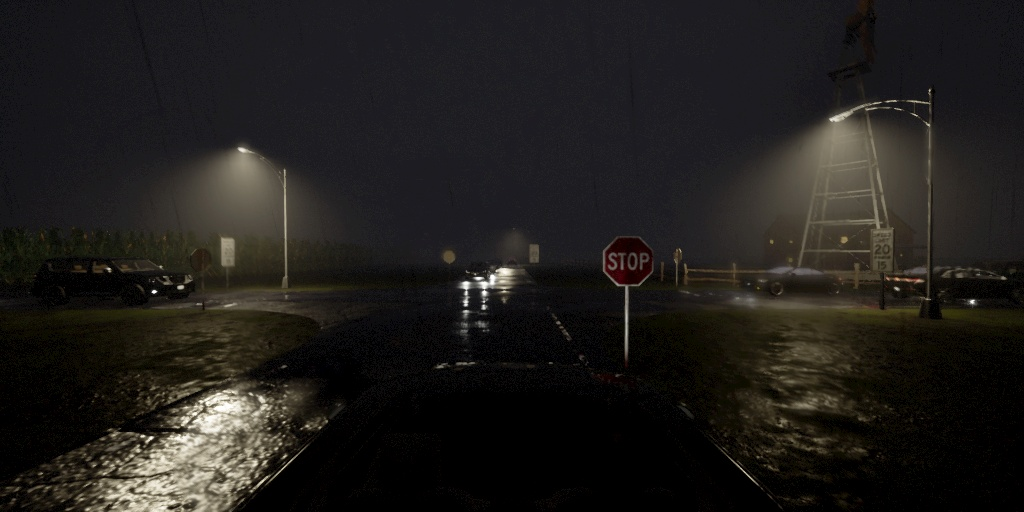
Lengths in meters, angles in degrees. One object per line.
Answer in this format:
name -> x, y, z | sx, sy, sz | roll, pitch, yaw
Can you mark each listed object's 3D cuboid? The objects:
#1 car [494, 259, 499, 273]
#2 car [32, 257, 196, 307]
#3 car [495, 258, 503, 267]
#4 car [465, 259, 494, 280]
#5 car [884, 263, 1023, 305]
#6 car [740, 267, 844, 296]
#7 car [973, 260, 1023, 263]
car -> -2.835, 1.320, 41.018 | 1.895, 1.301, 4.718 | 0, 0, 0
car -> -17.210, 1.042, 15.647 | 5.566, 2.045, 2.150 | -1, 1, 0
car -> -2.816, 1.253, 51.331 | 2.033, 1.411, 5.357 | 0, 0, 0
car -> -2.887, 1.235, 31.237 | 1.837, 1.490, 4.892 | 0, 0, 2
car -> 18.615, 1.184, 15.004 | 4.902, 1.511, 2.128 | 0, 1, 2
car -> 13.977, 1.234, 18.062 | 4.181, 1.385, 1.994 | 0, 1, 3
car -> 23.956, 0.988, 17.759 | 4.553, 1.767, 2.097 | 0, 1, 2
